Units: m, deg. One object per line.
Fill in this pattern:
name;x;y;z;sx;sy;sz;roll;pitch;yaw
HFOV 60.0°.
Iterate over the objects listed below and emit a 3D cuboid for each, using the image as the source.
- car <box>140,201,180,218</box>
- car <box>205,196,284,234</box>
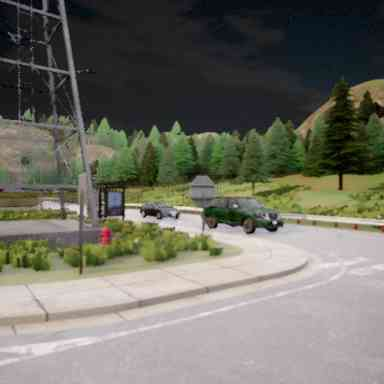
car;-2.831;1.580;28.790;2.128;1.511;4.902;0;0;-34
car;2.945;1.309;20.307;2.150;2.045;5.566;0;0;-34
